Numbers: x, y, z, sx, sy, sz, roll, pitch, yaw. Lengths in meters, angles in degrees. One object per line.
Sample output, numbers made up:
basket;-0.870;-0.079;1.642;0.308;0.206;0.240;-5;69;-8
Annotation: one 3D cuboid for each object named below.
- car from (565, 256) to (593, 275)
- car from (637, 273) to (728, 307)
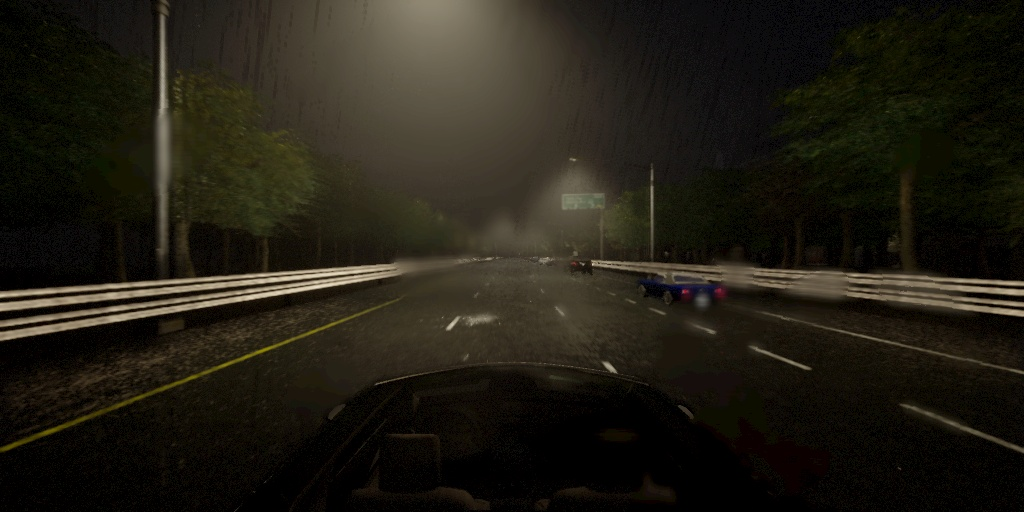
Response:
car;7.084;0.970;38.320;2.150;2.045;5.566;0;0;0
car;7.014;1.355;15.439;1.895;1.301;4.718;0;0;0
